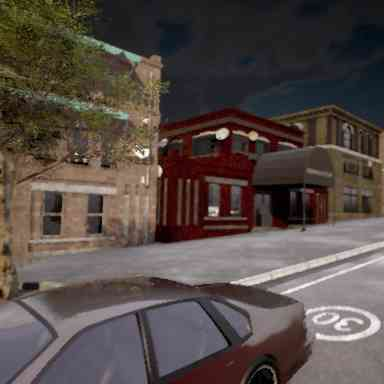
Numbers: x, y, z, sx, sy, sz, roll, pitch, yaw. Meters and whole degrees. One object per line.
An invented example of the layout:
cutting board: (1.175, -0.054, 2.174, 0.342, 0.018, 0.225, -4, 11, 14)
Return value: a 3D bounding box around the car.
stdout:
car: (-0.911, 1.622, 3.022, 5.357, 1.411, 2.033, 0, -1, -42)
